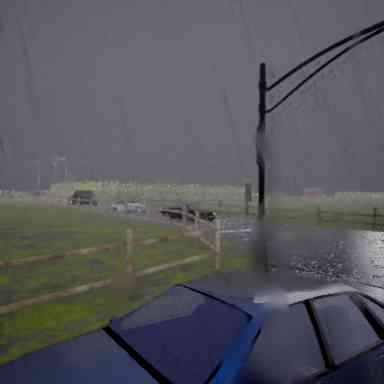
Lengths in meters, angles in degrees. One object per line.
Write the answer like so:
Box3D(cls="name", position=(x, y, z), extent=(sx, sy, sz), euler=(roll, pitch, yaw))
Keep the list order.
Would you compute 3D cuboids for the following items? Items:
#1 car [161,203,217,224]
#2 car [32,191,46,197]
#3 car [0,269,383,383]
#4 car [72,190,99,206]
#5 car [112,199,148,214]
Box3D(cls="car", position=(-0.281, 1.511, 23.976), extent=(1.895, 1.301, 4.718), euler=(1, 0, -35))
Box3D(cls="car", position=(-39.603, 0.447, 87.005), extent=(1.882, 1.535, 5.008), euler=(1, 0, -35))
Box3D(cls="car", position=(0.555, 1.590, 3.289), extent=(5.357, 1.411, 2.033), euler=(1, -1, -35))
Box3D(cls="car", position=(-14.154, 0.789, 44.027), extent=(2.150, 2.045, 5.566), euler=(1, 0, -34))
Box3D(cls="car", position=(-6.008, 1.368, 32.233), extent=(1.895, 1.301, 4.718), euler=(1, 0, -35))
